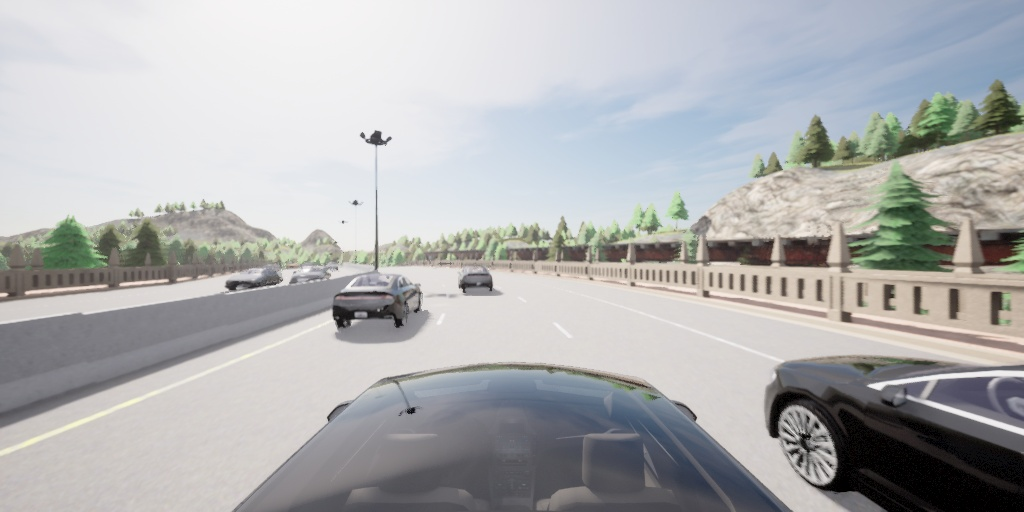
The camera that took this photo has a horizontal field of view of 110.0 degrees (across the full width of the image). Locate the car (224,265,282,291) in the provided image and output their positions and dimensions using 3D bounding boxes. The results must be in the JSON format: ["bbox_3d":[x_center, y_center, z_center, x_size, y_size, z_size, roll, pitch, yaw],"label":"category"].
[{"bbox_3d":[-17.392,1.543,24.558,2.033,1.411,5.357,0,0,-15],"label":"car"}]

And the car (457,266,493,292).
[{"bbox_3d":[-2.341,1.371,22.388,2.128,1.511,4.902,0,0,-12],"label":"car"}]

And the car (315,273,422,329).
[{"bbox_3d":[-4.137,1.320,11.661,2.128,1.511,4.902,0,0,-6],"label":"car"}]

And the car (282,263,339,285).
[{"bbox_3d":[-14.061,1.468,25.346,2.128,1.511,4.902,0,0,-16],"label":"car"}]

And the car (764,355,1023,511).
[{"bbox_3d":[3.445,1.226,1.637,2.128,1.511,4.902,0,0,0],"label":"car"}]
